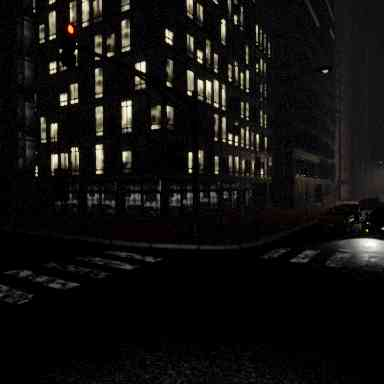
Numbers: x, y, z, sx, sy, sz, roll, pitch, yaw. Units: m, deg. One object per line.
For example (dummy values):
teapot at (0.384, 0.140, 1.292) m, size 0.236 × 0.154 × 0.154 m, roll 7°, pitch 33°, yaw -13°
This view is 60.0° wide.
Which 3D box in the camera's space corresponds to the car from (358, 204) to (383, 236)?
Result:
car at (10.161, 1.552, 17.462) m, size 1.994 × 1.385 × 4.181 m, roll 0°, pitch 0°, yaw 32°

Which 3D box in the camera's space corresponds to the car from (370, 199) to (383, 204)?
car at (15.125, 1.531, 25.413) m, size 2.033 × 1.411 × 5.357 m, roll 0°, pitch 0°, yaw 32°

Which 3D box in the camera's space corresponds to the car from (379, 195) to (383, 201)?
car at (47.665, 1.537, 82.907) m, size 1.802 × 1.307 × 4.206 m, roll -1°, pitch -1°, yaw 32°

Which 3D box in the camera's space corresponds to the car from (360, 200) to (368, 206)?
car at (11.909, 1.552, 25.237) m, size 1.947 × 1.339 × 4.313 m, roll -1°, pitch -1°, yaw 32°

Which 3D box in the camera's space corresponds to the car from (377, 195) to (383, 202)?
car at (44.685, 1.508, 78.101) m, size 2.008 × 1.369 × 4.403 m, roll -1°, pitch -1°, yaw 32°

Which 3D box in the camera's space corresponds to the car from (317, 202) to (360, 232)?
car at (8.840, 1.514, 20.287) m, size 1.752 × 1.417 × 4.829 m, roll -1°, pitch -1°, yaw 32°

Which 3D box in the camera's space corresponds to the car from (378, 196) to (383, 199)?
car at (20.521, 1.470, 33.998) m, size 2.128 × 1.511 × 4.902 m, roll 0°, pitch 0°, yaw 32°

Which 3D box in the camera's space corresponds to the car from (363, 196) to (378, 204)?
car at (20.848, 1.522, 39.654) m, size 1.887 × 1.381 × 4.507 m, roll -1°, pitch -1°, yaw 32°
